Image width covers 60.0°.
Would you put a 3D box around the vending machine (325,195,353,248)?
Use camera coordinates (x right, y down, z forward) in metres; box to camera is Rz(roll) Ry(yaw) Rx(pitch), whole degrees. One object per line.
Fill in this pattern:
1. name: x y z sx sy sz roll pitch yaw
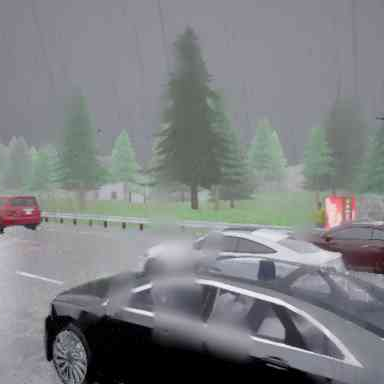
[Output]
1. vending machine: 6.266 1.193 14.133 0.880 2.100 1.100 0 0 35

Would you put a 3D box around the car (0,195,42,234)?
1. car: -11.137 1.209 19.317 5.566 2.045 2.150 0 0 30

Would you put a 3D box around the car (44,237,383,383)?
1. car: 0.336 1.490 3.649 4.902 1.511 2.128 0 0 35

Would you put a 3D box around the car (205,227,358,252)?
1. car: 0.955 1.523 7.480 4.674 1.442 1.812 0 0 35

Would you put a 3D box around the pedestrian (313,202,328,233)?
1. pedestrian: 5.341 1.292 13.945 0.375 1.860 0.375 0 0 35

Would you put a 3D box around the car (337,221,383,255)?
1. car: 4.594 1.525 9.209 4.674 1.442 1.812 0 0 35
